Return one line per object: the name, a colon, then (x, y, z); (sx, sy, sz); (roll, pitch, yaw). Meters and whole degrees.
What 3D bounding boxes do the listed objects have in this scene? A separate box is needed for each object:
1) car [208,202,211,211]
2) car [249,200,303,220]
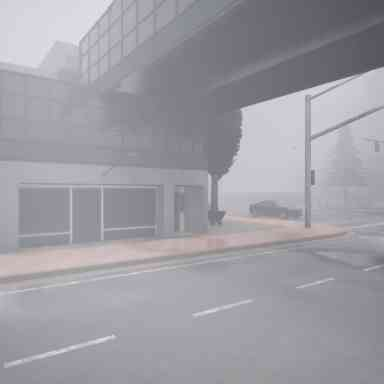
car: (0.739, 1.478, 37.606); (1.882, 1.535, 5.008); (0, 0, -36)
car: (7.144, 1.478, 28.707); (1.882, 1.535, 5.008); (0, 0, -36)
